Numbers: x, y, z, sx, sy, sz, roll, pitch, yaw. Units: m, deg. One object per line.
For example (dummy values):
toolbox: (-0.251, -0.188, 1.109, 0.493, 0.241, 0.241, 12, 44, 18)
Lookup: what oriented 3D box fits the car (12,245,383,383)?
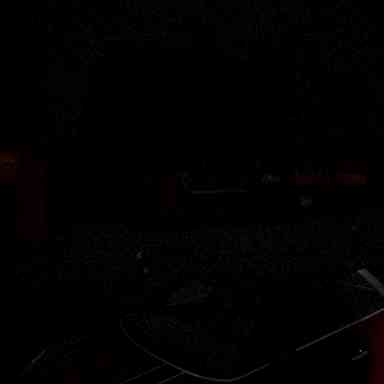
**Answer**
car: (0.427, 1.429, 3.145, 4.097, 1.590, 1.967, 0, -1, -35)
